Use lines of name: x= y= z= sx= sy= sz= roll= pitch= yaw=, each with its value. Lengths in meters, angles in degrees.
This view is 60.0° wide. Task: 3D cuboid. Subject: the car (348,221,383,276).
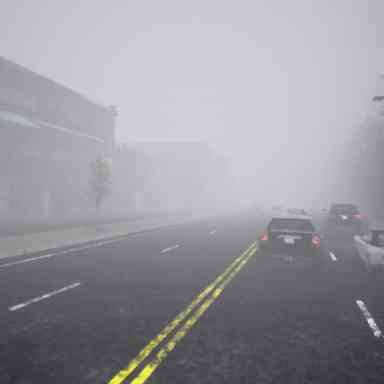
car: x=6.710 y=1.942 z=11.184 sx=1.895 sy=1.301 sz=4.718 roll=1 pitch=-1 yaw=18

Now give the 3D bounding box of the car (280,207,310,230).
car: x=8.404 y=2.090 z=27.026 sx=2.128 sy=1.511 sz=4.902 roll=1 pitch=-1 yaw=18

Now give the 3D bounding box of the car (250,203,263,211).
car: x=11.122 y=2.616 z=57.003 sx=2.033 sy=1.411 sz=5.357 roll=1 pitch=-1 yaw=19

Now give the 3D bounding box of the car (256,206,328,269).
car: x=3.783 y=1.628 z=12.662 sx=2.097 sy=1.767 sz=4.553 roll=1 pitch=-1 yaw=18

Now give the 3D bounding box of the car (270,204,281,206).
car: x=14.273 y=2.712 z=56.216 sx=1.994 sy=1.385 sz=4.181 roll=1 pitch=-1 yaw=18

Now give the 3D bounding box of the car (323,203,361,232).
car: x=11.152 y=1.873 z=24.979 sx=2.150 sy=2.045 sz=5.566 roll=1 pitch=-1 yaw=18
